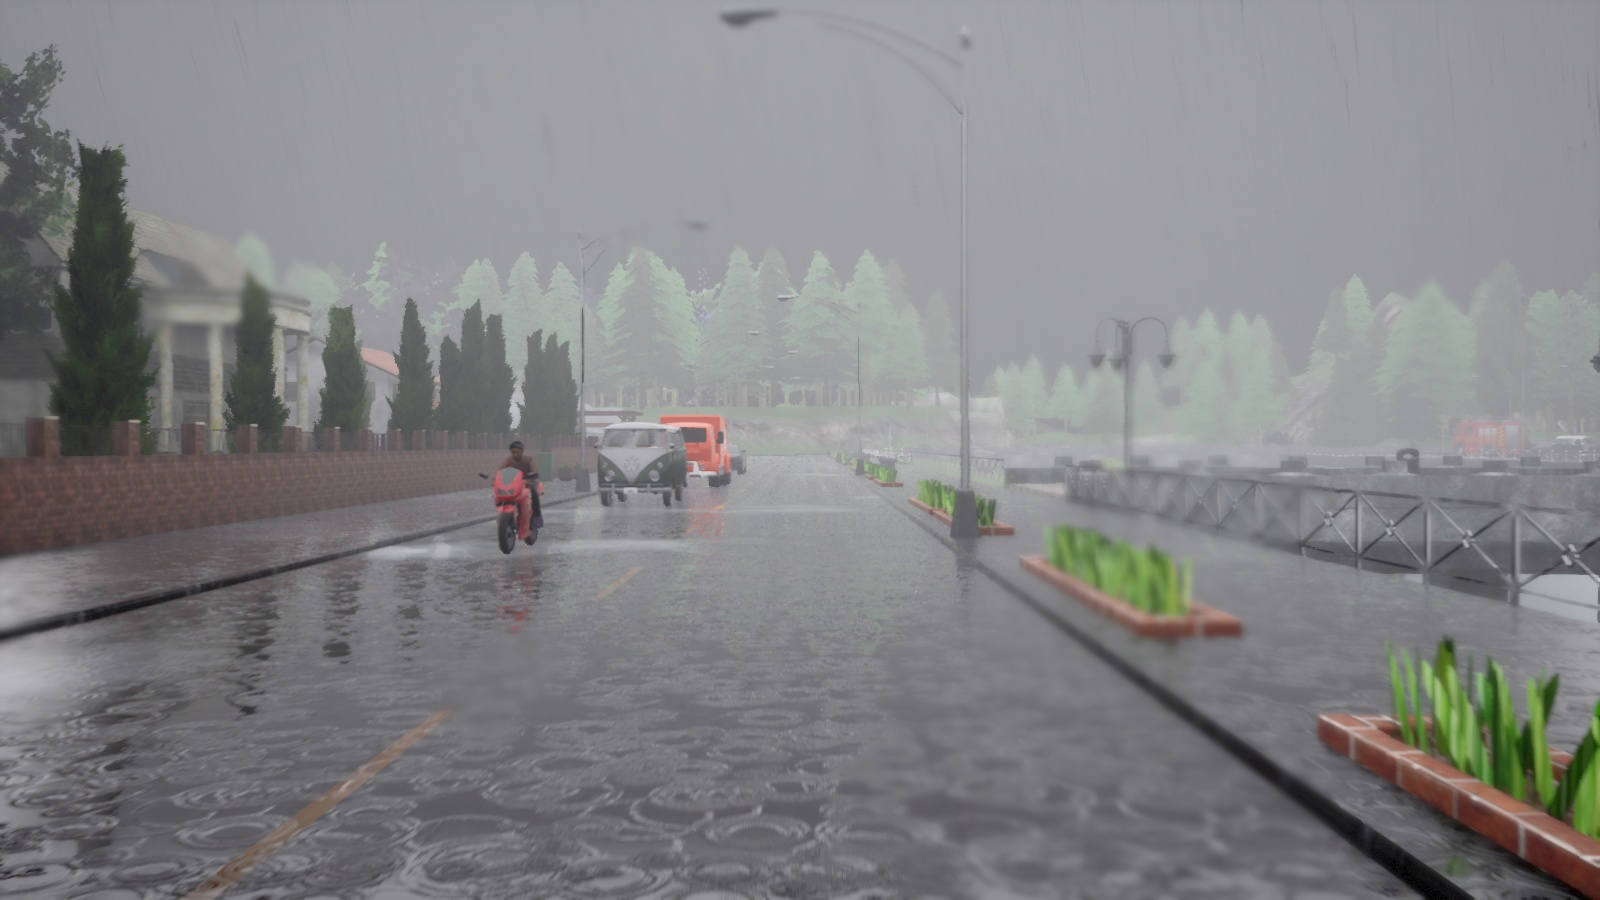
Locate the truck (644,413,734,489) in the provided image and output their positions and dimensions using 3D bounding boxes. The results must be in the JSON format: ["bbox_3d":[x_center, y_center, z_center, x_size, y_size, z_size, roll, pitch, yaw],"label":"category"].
[{"bbox_3d":[-3.760,0.012,43.523,2.627,2.467,5.204,0,0,0],"label":"truck"}]

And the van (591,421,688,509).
[{"bbox_3d":[-3.826,0.324,30.630,1.775,1.987,4.442,0,0,0],"label":"van"}]

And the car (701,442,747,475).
[{"bbox_3d":[-3.668,0.376,61.407,1.882,1.535,5.008,0,0,0],"label":"car"}]

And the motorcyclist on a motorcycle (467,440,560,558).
[{"bbox_3d":[-3.898,0.629,17.240,0.797,1.523,2.044,0,0,0],"label":"motorcyclist on a motorcycle"}]
